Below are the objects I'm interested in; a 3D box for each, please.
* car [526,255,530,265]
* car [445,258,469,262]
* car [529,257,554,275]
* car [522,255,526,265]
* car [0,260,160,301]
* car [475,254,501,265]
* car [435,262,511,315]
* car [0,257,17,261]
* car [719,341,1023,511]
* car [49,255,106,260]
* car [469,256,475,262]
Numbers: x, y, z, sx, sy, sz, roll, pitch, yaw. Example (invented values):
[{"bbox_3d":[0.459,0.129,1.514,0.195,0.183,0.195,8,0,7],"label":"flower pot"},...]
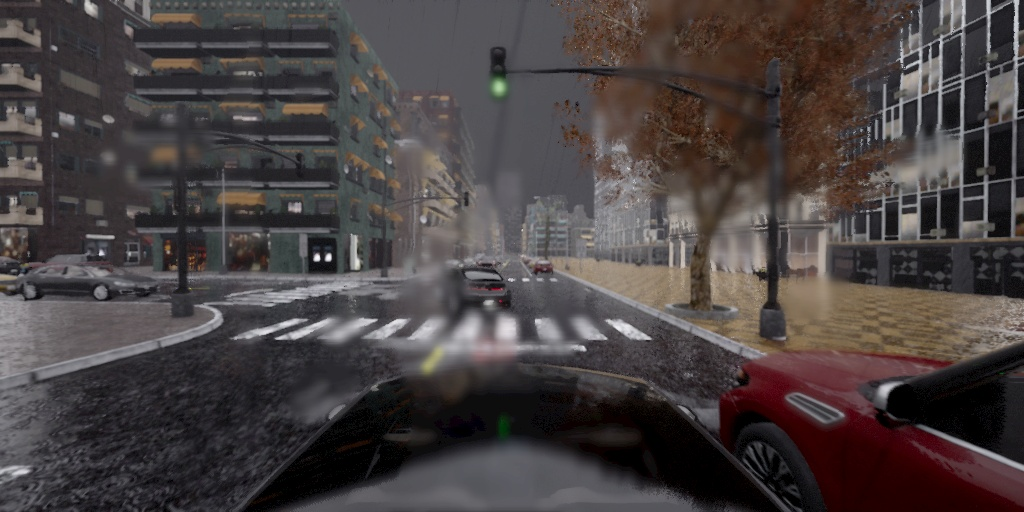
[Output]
[{"bbox_3d":[2.959,0.868,44.457,1.751,1.417,4.829,0,0,0],"label":"car"},{"bbox_3d":[-5.492,0.995,33.275,2.007,1.370,4.403,0,0,0],"label":"car"},{"bbox_3d":[2.888,0.989,33.222,1.888,1.381,4.507,0,0,0],"label":"car"},{"bbox_3d":[3.064,0.778,60.883,1.802,1.307,4.207,0,0,0],"label":"car"},{"bbox_3d":[-16.361,0.970,13.927,4.403,1.370,2.007,0,0,0],"label":"car"},{"bbox_3d":[-2.833,0.707,42.977,2.097,1.767,4.553,0,0,0],"label":"car"},{"bbox_3d":[-1.513,1.144,13.071,1.837,1.490,4.892,1,1,-21],"label":"car"},{"bbox_3d":[-21.759,0.869,13.906,4.829,1.417,1.751,0,0,0],"label":"car"},{"bbox_3d":[2.682,1.073,0.837,2.192,1.841,5.009,0,0,0],"label":"car"},{"bbox_3d":[-27.495,0.631,22.264,4.097,1.591,1.967,0,0,0],"label":"car"},{"bbox_3d":[-5.422,0.894,44.341,2.007,1.370,4.403,0,0,0],"label":"car"}]
